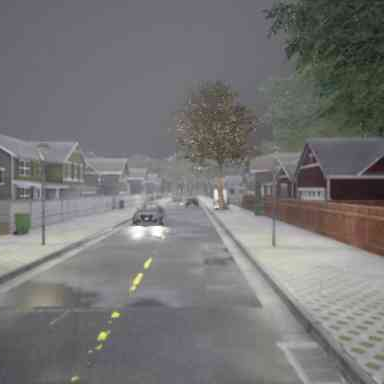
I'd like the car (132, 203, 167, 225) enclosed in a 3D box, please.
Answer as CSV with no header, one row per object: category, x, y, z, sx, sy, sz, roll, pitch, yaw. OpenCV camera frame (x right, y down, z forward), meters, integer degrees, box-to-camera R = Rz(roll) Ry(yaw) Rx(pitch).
car,-2.835,1.464,22.814,1.994,1.385,4.181,0,0,0

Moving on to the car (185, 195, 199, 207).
car,0.046,1.318,47.185,1.837,1.490,4.892,0,0,1

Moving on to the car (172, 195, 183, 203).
car,-2.742,1.263,63.522,1.837,1.490,4.892,0,0,1

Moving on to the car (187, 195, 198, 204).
car,0.032,1.280,59.747,1.837,1.490,4.892,0,0,0

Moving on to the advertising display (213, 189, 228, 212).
advertising display,3.036,0.877,35.627,1.540,2.440,0.280,0,1,0
